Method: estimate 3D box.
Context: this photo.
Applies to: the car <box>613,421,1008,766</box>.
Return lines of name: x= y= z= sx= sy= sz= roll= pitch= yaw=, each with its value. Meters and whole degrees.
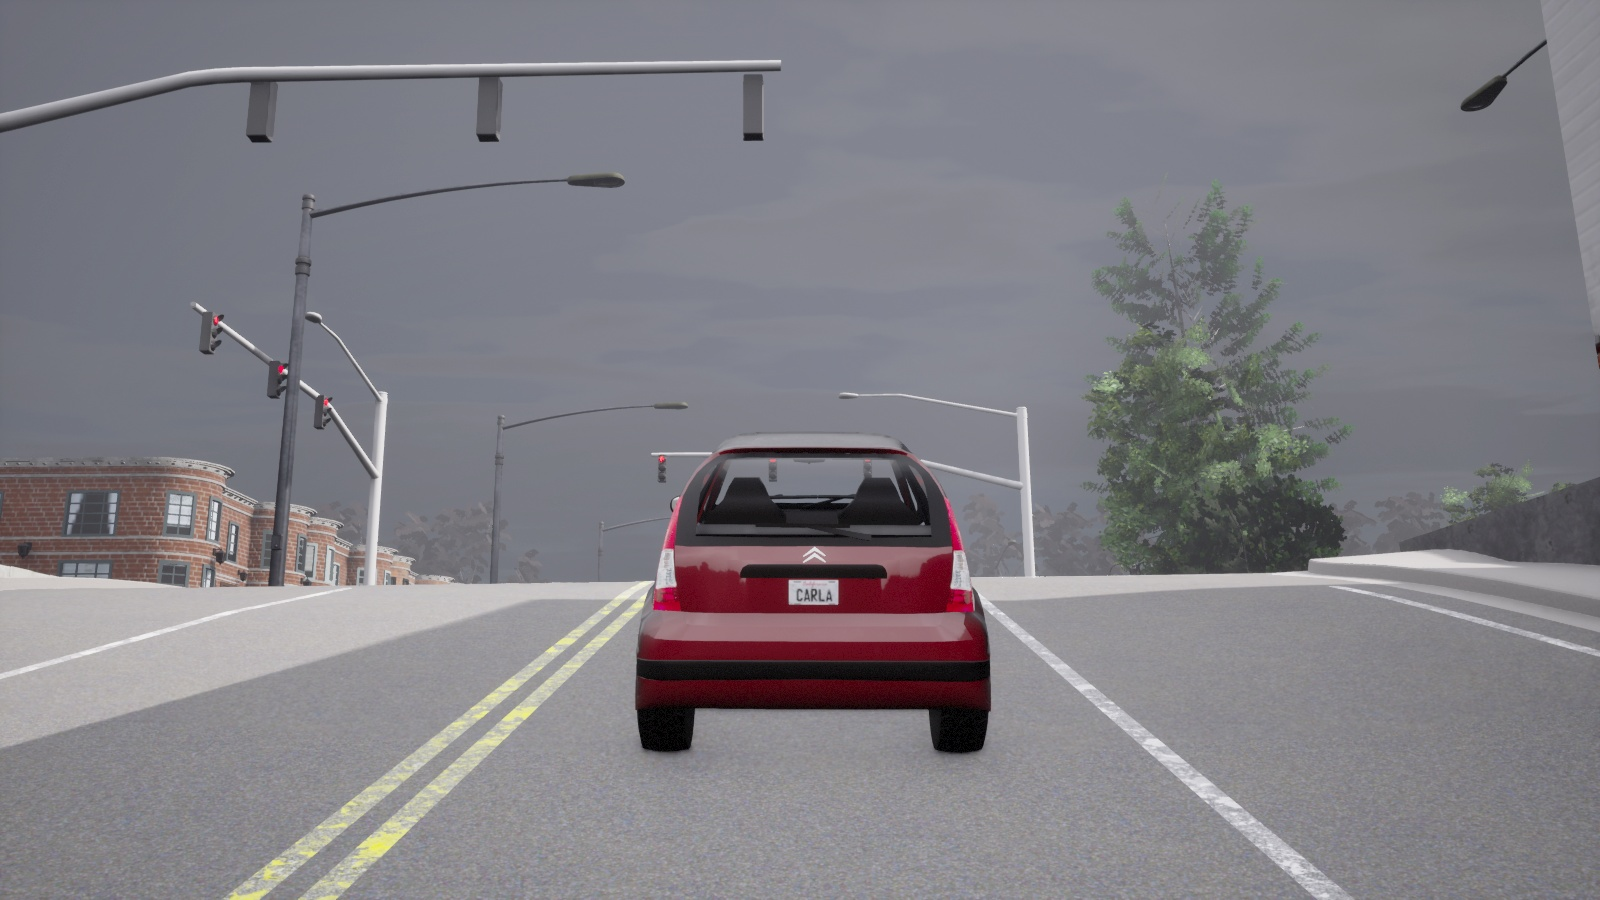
car: x=0.052 y=0.677 z=7.901 sx=1.851 sy=1.617 sz=3.988 roll=0 pitch=0 yaw=0
